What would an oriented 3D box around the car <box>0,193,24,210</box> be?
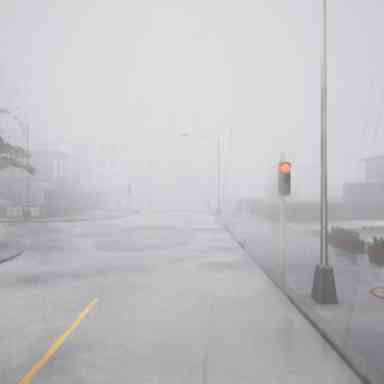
[{"bbox_3d":[-19.726,1.044,34.909,1.905,1.878,3.866,0,0,35],"label":"car"}]
